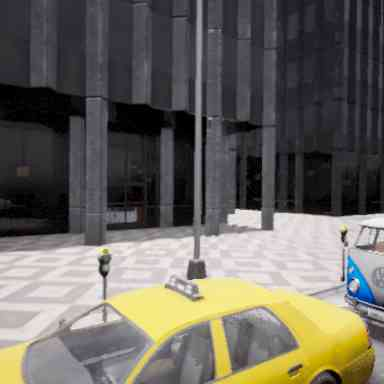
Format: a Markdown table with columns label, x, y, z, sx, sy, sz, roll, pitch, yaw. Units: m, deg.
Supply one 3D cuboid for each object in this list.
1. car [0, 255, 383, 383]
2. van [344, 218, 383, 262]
| label | x | y | z | sx | sy | sz | roll | pitch | yaw |
| --- | --- | --- | --- | --- | --- | --- | --- | --- | --- |
| car | -0.297 | 1.487 | 2.903 | 4.829 | 1.417 | 1.752 | 0 | 0 | -34 |
| van | 4.511 | 1.329 | 6.168 | 3.998 | 1.788 | 1.690 | 0 | 1 | -34 |
